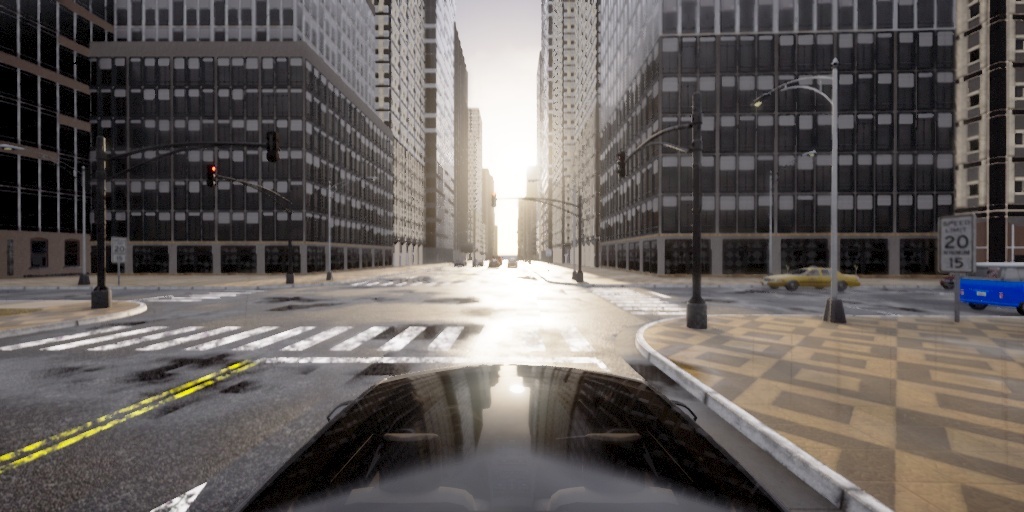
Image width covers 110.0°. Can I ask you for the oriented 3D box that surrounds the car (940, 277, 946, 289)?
[{"bbox_3d":[26.958,1.325,20.229,4.207,1.307,1.802,0,0,2],"label":"car"}]

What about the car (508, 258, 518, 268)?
[{"bbox_3d":[0.127,1.304,63.352,2.033,1.411,5.357,0,0,0],"label":"car"}]

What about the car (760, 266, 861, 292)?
[{"bbox_3d":[17.125,1.261,20.734,4.829,1.417,1.751,0,0,2],"label":"car"}]

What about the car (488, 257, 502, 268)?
[{"bbox_3d":[-3.123,1.282,63.359,1.812,1.442,4.674,0,0,0],"label":"car"}]

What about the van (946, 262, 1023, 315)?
[{"bbox_3d":[18.379,1.101,12.559,3.998,1.789,1.690,0,0,2],"label":"van"}]
